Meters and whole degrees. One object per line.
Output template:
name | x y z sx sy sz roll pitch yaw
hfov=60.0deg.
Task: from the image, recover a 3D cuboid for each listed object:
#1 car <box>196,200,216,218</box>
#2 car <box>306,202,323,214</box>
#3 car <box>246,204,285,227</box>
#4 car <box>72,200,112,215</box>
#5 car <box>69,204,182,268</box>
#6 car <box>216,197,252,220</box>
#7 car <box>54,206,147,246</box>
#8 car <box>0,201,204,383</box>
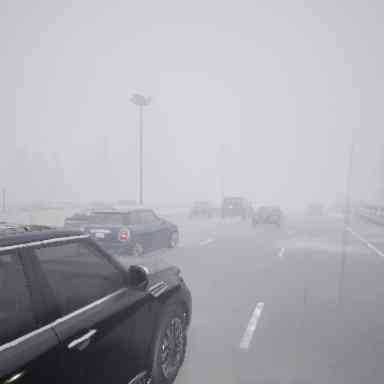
car | 1.483 1.641 33.686 2.097 1.767 4.553 0 -1 19
car | 15.444 1.980 42.046 1.882 1.535 5.008 0 -1 19
car | 5.565 1.711 23.998 2.033 1.411 5.357 0 -1 19
car | -11.644 1.782 39.159 1.882 1.535 5.008 0 -1 19
car | -2.145 1.380 12.285 2.097 1.767 4.553 0 0 19
car | 4.214 1.479 30.863 2.150 2.045 5.566 0 -1 19
car | -4.318 1.544 16.741 2.128 1.511 4.902 0 0 19
car | -1.780 1.225 2.548 2.150 2.045 5.566 0 0 19
